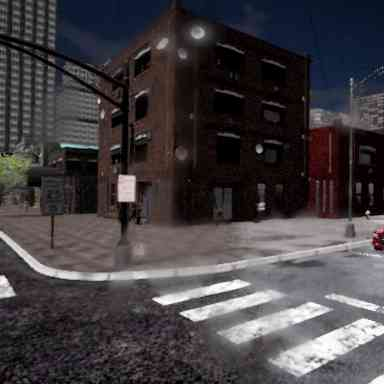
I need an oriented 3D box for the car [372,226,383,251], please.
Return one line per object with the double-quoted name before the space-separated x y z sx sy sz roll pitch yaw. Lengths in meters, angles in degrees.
"car" 8.716 1.539 12.853 4.507 1.381 1.887 0 1 -35
